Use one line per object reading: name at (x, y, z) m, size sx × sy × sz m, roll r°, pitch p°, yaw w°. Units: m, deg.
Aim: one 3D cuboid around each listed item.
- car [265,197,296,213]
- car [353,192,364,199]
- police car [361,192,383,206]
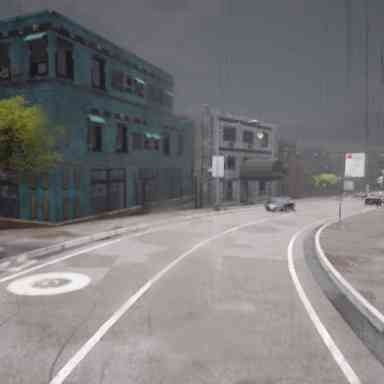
car at (9.012, 1.243, 33.694) m, size 2.128 × 1.511 × 4.902 m, roll 4°, pitch 2°, yaw 35°
car at (33.805, 0.647, 66.681) m, size 2.033 × 1.411 × 5.357 m, roll 4°, pitch 4°, yaw 37°
police car at (28.336, 1.225, 51.869) m, size 1.930 × 1.638 × 5.238 m, roll 4°, pitch 3°, yaw 37°
